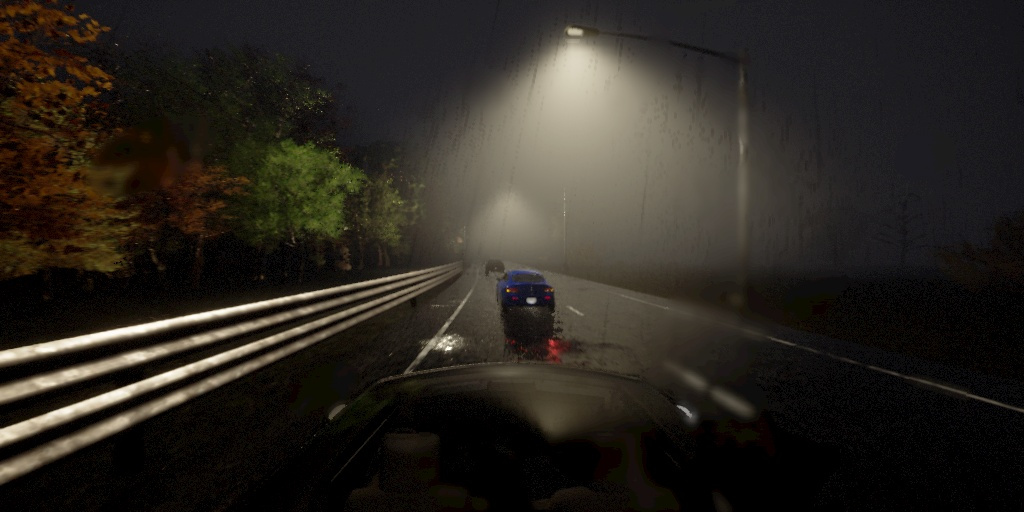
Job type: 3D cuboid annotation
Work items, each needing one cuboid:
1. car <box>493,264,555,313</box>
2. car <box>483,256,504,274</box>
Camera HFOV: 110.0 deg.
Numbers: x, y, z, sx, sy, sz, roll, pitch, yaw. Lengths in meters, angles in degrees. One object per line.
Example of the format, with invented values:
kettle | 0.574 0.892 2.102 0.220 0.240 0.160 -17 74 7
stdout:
car | 0.408 1.219 13.581 1.812 1.442 4.674 0 0 -5
car | -1.817 1.065 37.630 1.882 1.535 5.008 0 0 -5
